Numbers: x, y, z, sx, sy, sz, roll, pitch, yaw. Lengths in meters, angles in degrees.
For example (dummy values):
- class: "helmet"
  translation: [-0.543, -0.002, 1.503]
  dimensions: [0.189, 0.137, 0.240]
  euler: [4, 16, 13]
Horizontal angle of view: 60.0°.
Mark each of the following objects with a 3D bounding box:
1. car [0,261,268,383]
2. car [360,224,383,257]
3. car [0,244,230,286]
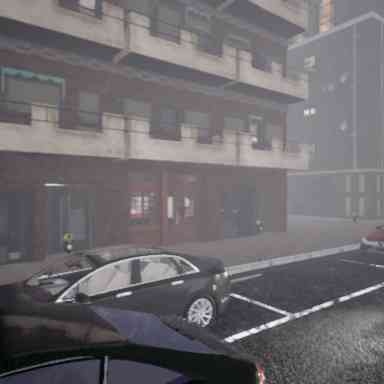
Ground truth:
- class: "car"
  translation: [-1.386, 1.570, 2.050]
  dimensions: [4.181, 1.385, 1.994]
  euler: [0, 0, -36]
- class: "car"
  translation: [7.653, 1.595, 11.800]
  dimensions: [4.206, 1.307, 1.802]
  euler: [0, 0, -36]
- class: "car"
  translation: [-1.347, 1.563, 5.152]
  dimensions: [4.403, 1.369, 2.008]
  euler: [0, 0, -36]
